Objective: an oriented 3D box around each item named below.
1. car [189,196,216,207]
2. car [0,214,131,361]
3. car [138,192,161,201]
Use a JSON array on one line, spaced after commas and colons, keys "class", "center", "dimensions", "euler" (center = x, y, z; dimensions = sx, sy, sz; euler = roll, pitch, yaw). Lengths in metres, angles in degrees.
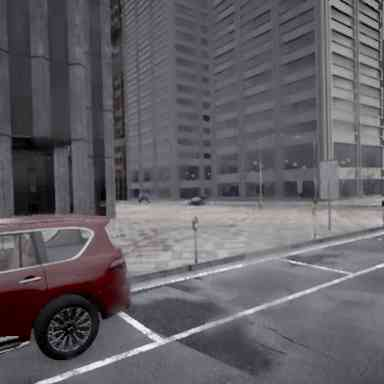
[{"class": "car", "center": [1.318, 1.354, 46.303], "dimensions": [1.812, 1.442, 4.674], "euler": [-2, 0, -36]}, {"class": "car", "center": [-3.254, 1.329, 4.313], "dimensions": [5.009, 1.841, 2.192], "euler": [-2, 1, -36]}, {"class": "car", "center": [-7.656, 0.986, 58.760], "dimensions": [2.150, 2.045, 5.566], "euler": [-2, 0, -36]}]
